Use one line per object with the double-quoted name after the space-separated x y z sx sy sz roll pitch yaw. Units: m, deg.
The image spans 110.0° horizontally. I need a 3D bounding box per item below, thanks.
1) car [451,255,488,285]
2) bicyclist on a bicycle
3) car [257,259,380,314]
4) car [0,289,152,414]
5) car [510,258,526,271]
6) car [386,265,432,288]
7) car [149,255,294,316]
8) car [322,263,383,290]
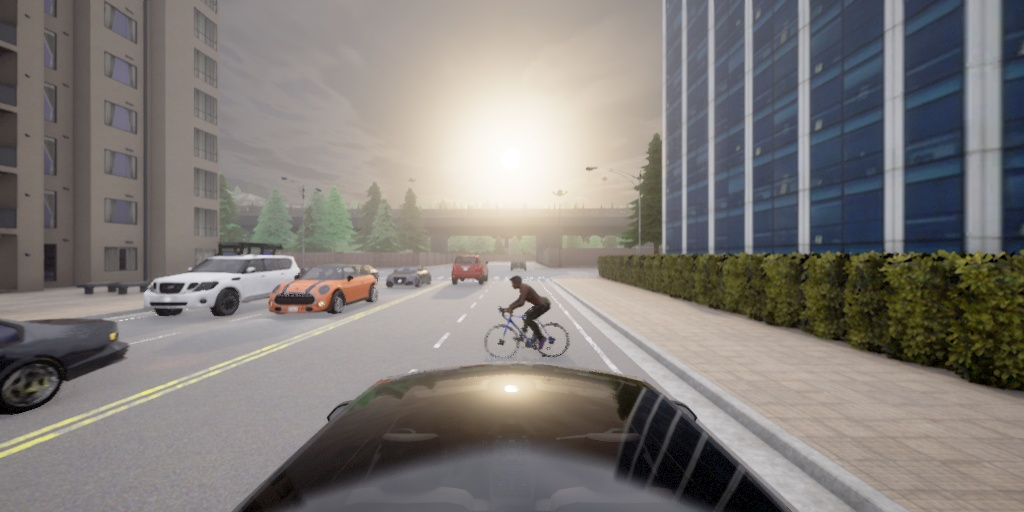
-3.015 0.966 26.383 2.150 2.045 5.566 0 0 1 "car"
0.268 1.193 6.938 1.656 1.620 0.582 -2 0 1 "bicyclist on a bicycle"
-6.907 1.098 13.628 2.097 1.767 4.553 0 0 1 "car"
-7.097 1.296 3.307 2.033 1.411 5.357 0 0 1 "car"
0.867 1.068 48.630 2.097 1.767 4.553 0 0 1 "car"
-6.667 1.308 23.504 1.994 1.385 4.181 0 0 2 "car"
-10.409 0.969 13.636 2.150 2.045 5.566 0 0 1 "car"
-10.177 1.271 23.340 1.812 1.442 4.674 0 0 1 "car"
